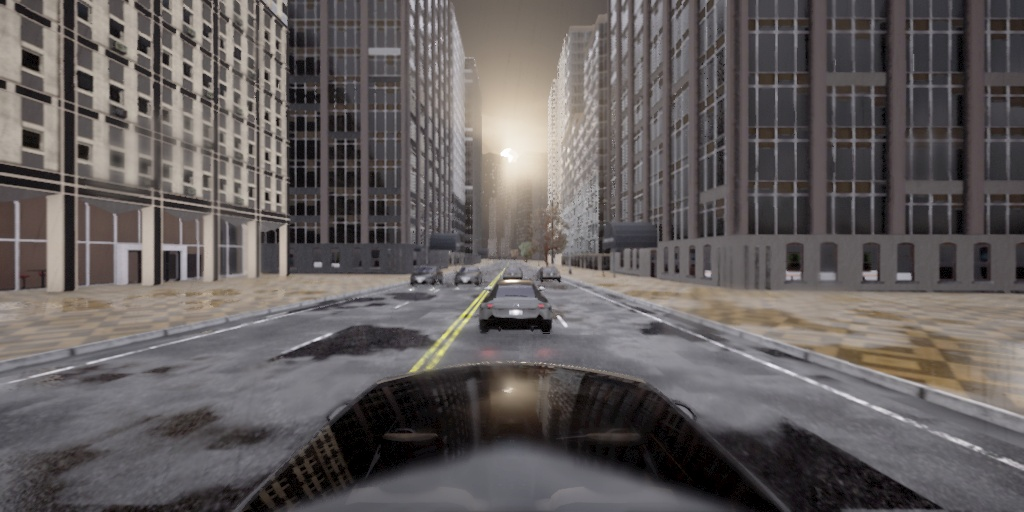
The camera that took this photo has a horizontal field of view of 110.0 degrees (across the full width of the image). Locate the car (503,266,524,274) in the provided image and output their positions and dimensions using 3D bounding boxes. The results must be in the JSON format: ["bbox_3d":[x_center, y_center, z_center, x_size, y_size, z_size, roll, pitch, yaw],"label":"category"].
[{"bbox_3d":[0.104,1.677,33.594,2.033,1.411,5.357,0,-1,1],"label":"car"}]

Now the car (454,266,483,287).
[{"bbox_3d":[-3.345,1.559,28.208,2.128,1.511,4.902,0,-1,0],"label":"car"}]

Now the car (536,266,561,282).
[{"bbox_3d":[3.352,1.673,33.265,2.033,1.411,5.357,0,-1,-1],"label":"car"}]

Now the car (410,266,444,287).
[{"bbox_3d":[-6.594,1.559,28.201,2.128,1.511,4.902,0,-1,0],"label":"car"}]

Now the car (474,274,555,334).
[{"bbox_3d":[0.100,1.429,11.135,1.994,1.385,4.181,0,-1,0],"label":"car"}]
